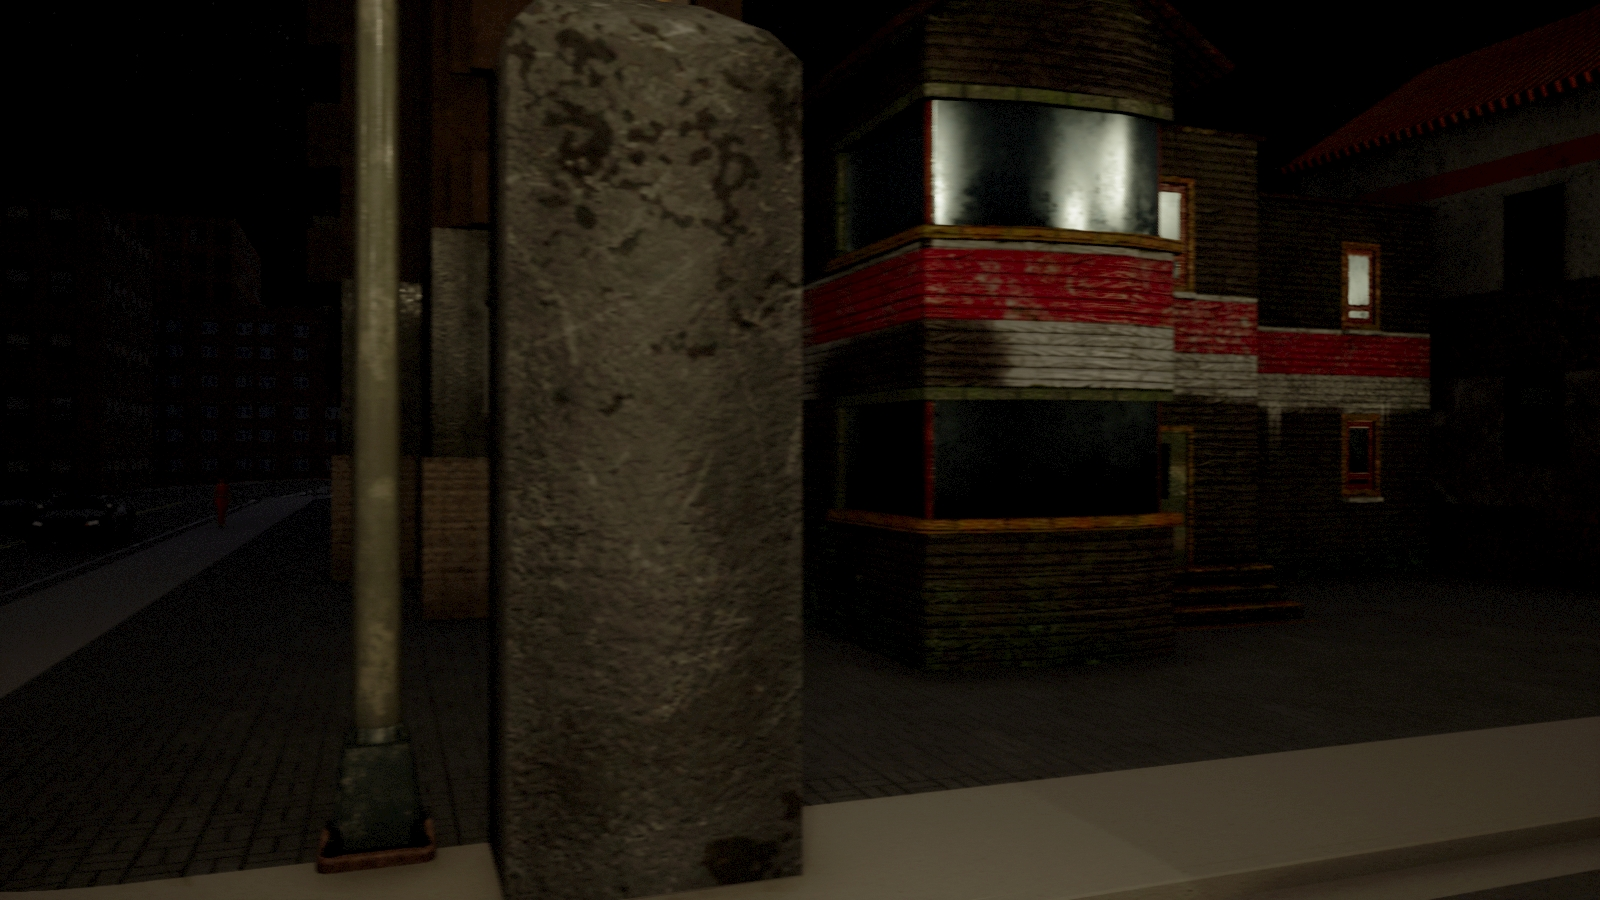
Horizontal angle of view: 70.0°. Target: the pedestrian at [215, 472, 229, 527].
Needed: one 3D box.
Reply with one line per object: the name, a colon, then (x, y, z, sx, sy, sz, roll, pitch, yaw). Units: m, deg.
pedestrian: (-19.794, 1.699, 39.134, 0.375, 1.860, 0.375, 0, 0, -21)
